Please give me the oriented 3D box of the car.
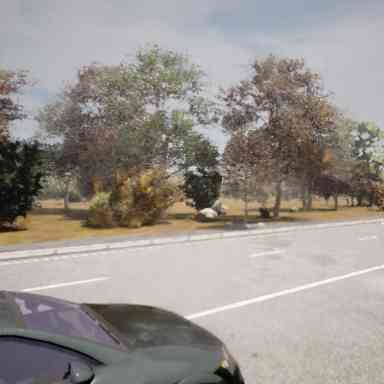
[{"bbox_3d":[-1.557,1.565,2.642,4.181,1.385,1.994,0,0,-35],"label":"car"}]
